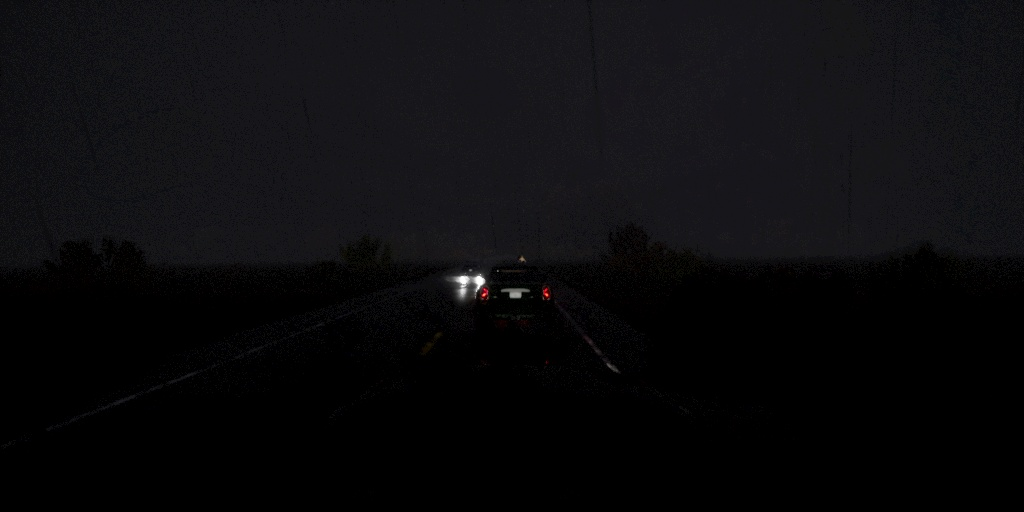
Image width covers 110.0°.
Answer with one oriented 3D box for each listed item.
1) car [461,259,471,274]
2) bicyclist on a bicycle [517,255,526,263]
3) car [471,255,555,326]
[{"bbox_3d":[-3.642,0.923,33.764,1.895,1.301,4.718,0,1,0],"label":"car"},{"bbox_3d":[0.930,0.762,33.554,0.866,1.612,1.509,0,1,0],"label":"bicyclist on a bicycle"},{"bbox_3d":[0.088,0.975,11.201,2.097,1.767,4.553,0,1,0],"label":"car"}]
